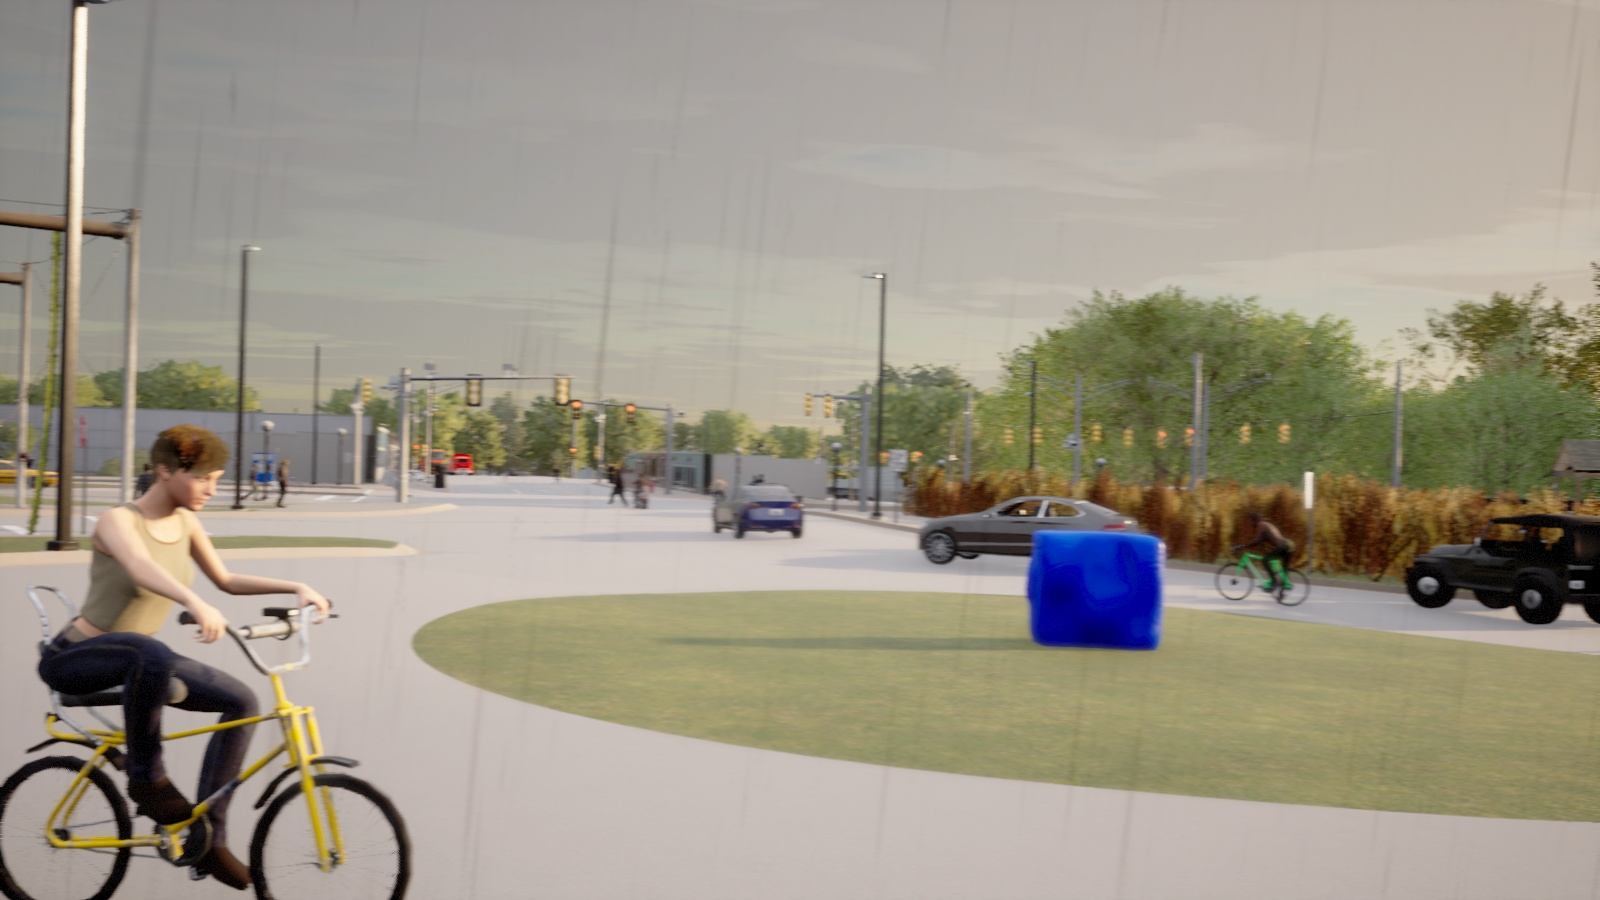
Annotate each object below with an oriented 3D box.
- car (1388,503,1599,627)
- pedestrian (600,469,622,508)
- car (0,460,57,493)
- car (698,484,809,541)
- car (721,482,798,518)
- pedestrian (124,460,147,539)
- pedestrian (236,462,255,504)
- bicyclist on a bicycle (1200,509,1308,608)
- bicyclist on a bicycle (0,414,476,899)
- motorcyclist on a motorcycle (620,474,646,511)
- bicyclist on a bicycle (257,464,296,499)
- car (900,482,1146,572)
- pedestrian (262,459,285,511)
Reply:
[{"bbox_3d":[12.809,1.987,22.534,1.905,1.878,3.866,3,-1,-18],"label":"car"},{"bbox_3d":[-9.184,1.874,61.030,0.899,1.844,0.634,1,0,-19],"label":"pedestrian"},{"bbox_3d":[-40.444,1.313,62.803,5.366,1.575,1.801,1,-1,-20],"label":"car"},{"bbox_3d":[-1.456,1.767,36.572,2.163,1.488,4.792,1,-1,-16],"label":"car"},{"bbox_3d":[-1.663,1.950,49.847,1.895,1.301,4.718,1,-1,-17],"label":"car"},{"bbox_3d":[-16.717,1.230,31.586,0.423,1.949,0.788,1,0,-30],"label":"pedestrian"},{"bbox_3d":[-24.931,1.480,56.479,0.720,1.854,0.376,1,0,-17],"label":"pedestrian"},{"bbox_3d":[8.132,1.913,22.520,1.656,1.620,0.582,2,-1,36],"label":"bicyclist on a bicycle"},{"bbox_3d":[-1.935,0.728,3.930,1.509,1.612,0.866,1,-3,9],"label":"bicyclist on a bicycle"},{"bbox_3d":[-7.558,1.913,56.840,0.766,1.649,2.350,1,-2,-17],"label":"motorcyclist on a motorcycle"},{"bbox_3d":[-28.079,1.680,67.378,1.843,1.776,0.659,2,-1,-21],"label":"bicyclist on a bicycle"},{"bbox_3d":[5.019,1.662,28.411,5.027,1.651,2.152,2,0,28],"label":"car"},{"bbox_3d":[-19.022,1.255,45.386,0.634,1.846,0.331,1,0,-41],"label":"pedestrian"}]
